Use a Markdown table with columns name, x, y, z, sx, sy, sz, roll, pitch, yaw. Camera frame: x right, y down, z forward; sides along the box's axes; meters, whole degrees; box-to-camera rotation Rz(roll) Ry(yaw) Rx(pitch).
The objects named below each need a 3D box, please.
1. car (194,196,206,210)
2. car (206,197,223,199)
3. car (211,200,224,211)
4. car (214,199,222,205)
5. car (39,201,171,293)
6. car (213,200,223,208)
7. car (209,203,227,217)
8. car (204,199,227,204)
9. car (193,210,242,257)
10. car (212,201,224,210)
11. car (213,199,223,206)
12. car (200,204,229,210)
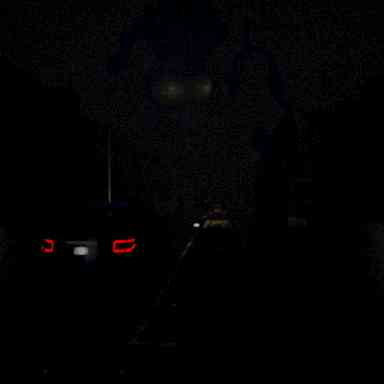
| name | x | y | z | sx | sy | sz | roll | pitch | yaw |
| --- | --- | --- | --- | --- | --- | --- | --- | --- | --- |
| car | 1.530 | 1.689 | 52.543 | 2.150 | 2.045 | 5.566 | 0 | -1 | 5 |
| car | 3.205 | 1.646 | 41.231 | 2.192 | 1.841 | 5.009 | 0 | -1 | 4 |
| car | 3.659 | 1.918 | 47.056 | 1.752 | 1.417 | 4.829 | 0 | -1 | 4 |
| car | 6.290 | 2.352 | 80.827 | 1.947 | 1.339 | 4.313 | 0 | -1 | 4 |
| car | -1.947 | 1.263 | 9.145 | 2.150 | 2.045 | 5.566 | 0 | -1 | 4 |
| car | 4.527 | 2.099 | 58.200 | 1.802 | 1.307 | 4.206 | 0 | -1 | 4 |
| car | 2.764 | 1.855 | 35.572 | 1.802 | 1.307 | 4.206 | 0 | -1 | 4 |
| car | 2.324 | 1.657 | 29.916 | 1.967 | 1.590 | 4.097 | 0 | -1 | 4 |
| car | 1.002 | 1.610 | 12.944 | 2.008 | 1.369 | 4.403 | 0 | -1 | 4 |
| car | 4.086 | 2.035 | 52.543 | 1.802 | 1.307 | 4.206 | 0 | -1 | 4 |
| car | 5.409 | 2.193 | 69.514 | 1.887 | 1.381 | 4.507 | 0 | -1 | 4 |
| car | 1.456 | 1.637 | 18.771 | 1.752 | 1.417 | 4.829 | 0 | -1 | 4 |
